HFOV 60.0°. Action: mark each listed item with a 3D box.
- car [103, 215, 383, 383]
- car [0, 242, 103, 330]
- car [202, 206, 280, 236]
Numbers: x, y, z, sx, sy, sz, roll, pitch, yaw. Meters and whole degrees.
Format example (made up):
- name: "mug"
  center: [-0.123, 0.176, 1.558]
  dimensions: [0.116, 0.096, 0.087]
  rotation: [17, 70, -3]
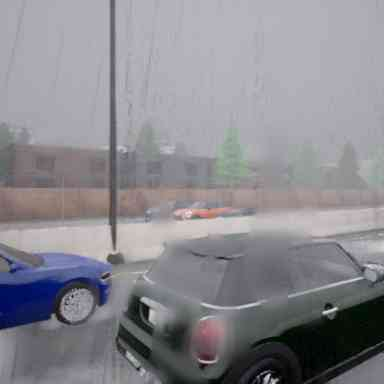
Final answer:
- name: "car"
  center: [1.361, 1.347, 4.719]
  dimensions: [4.553, 1.767, 2.097]
  rotation: [0, 0, -35]
- name: "car"
  center: [-3.758, 1.478, 5.370]
  dimensions: [5.008, 1.535, 1.882]
  rotation: [0, 0, -35]
- name: "car"
  center: [2.834, 1.546, 18.907]
  dimensions: [4.181, 1.385, 1.994]
  rotation: [0, 0, -35]
